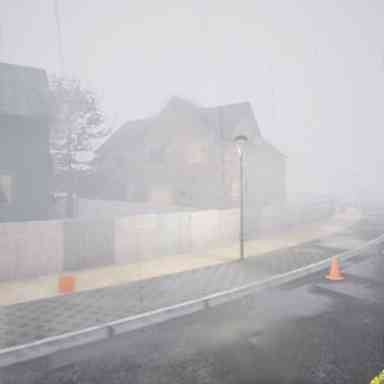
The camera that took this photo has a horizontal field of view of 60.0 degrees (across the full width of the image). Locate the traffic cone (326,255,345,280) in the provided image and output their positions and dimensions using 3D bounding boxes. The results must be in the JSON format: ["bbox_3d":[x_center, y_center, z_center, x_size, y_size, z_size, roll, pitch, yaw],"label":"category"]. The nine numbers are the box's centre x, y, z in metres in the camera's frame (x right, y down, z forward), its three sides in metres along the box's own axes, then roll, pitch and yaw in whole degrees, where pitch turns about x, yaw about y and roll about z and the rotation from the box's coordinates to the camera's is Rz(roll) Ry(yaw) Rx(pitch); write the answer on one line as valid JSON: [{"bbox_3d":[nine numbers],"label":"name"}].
[{"bbox_3d":[3.756,1.960,8.727,0.340,0.580,0.340,0,0,-11],"label":"traffic cone"}]
